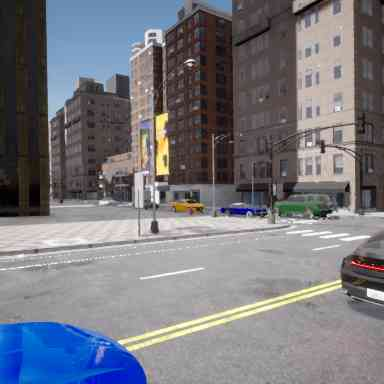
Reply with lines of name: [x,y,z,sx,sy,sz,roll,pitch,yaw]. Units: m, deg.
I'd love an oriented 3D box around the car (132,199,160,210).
car: [-6.641,1.710,47.026,2.033,1.411,5.357,-1,0,-36]

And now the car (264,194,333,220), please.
car: [9.434,1.249,29.045,2.150,2.045,5.566,-2,1,-38]

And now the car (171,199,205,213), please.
car: [-0.545,1.603,38.366,1.882,1.535,5.008,-1,0,-35]

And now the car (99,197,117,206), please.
car: [-14.848,1.816,58.824,1.895,1.301,4.718,-1,0,-35]

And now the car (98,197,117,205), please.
car: [-17.206,1.742,67.576,2.033,1.411,5.357,-1,0,-35]

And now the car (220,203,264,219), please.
car: [4.809,1.695,30.762,1.895,1.301,4.718,-1,0,-35]

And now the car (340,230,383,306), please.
car: [5.106,1.504,7.087,4.892,1.490,1.837,0,0,-36]

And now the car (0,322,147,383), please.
car: [-2.584,1.478,1.598,5.008,1.535,1.882,0,0,-35]
